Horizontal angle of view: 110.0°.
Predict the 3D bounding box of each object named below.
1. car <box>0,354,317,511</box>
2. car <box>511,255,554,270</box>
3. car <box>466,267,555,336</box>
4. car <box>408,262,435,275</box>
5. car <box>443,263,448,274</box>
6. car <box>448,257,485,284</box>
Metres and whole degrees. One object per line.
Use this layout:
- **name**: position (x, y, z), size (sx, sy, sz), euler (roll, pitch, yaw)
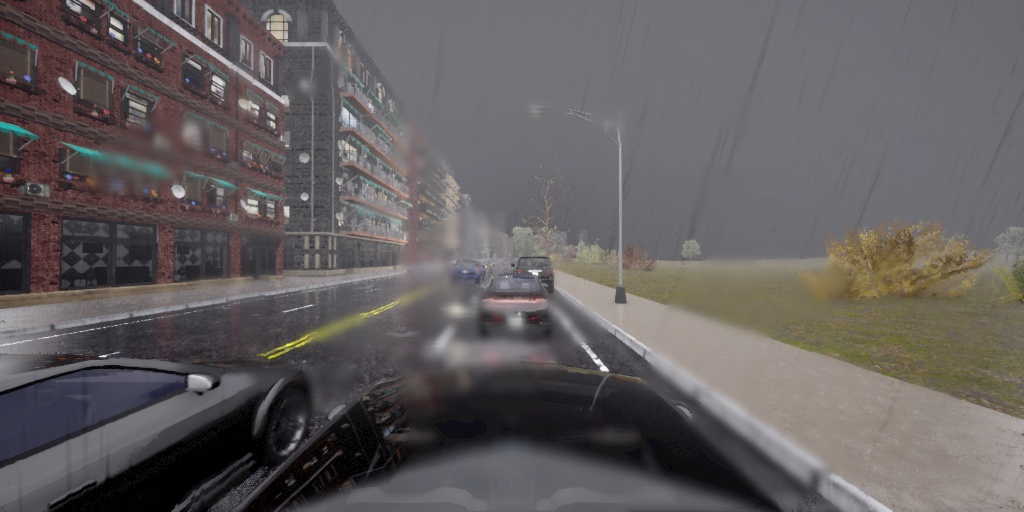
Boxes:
- **car**: position (-3.151, 1.313, 2.257), size (1.994, 1.385, 4.181), euler (0, 0, 0)
- **car**: position (1.133, 0.977, 20.248), size (2.150, 2.045, 5.566), euler (0, 0, 0)
- **car**: position (0.098, 1.243, 10.378), size (2.128, 1.511, 4.902), euler (0, 0, 0)
- **car**: position (-9.861, 1.352, 39.314), size (1.895, 1.301, 4.718), euler (0, 0, 0)
- **car**: position (-6.612, 1.276, 41.033), size (1.812, 1.442, 4.674), euler (0, 0, 0)
- **car**: position (-3.158, 1.103, 26.693), size (2.097, 1.767, 4.553), euler (0, 0, 0)
